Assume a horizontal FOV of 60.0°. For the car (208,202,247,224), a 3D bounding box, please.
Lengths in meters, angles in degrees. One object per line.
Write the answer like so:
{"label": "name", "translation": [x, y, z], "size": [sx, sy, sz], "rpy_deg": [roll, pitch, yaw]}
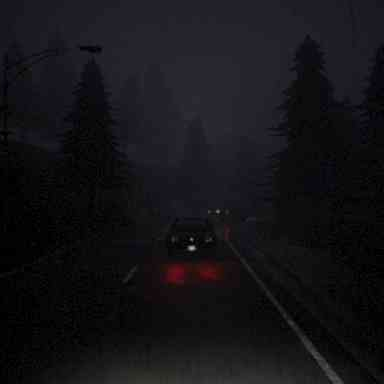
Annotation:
{"label": "car", "translation": [3.010, 1.612, 27.713], "size": [2.097, 1.767, 4.553], "rpy_deg": [0, -1, 29]}

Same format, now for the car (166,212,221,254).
{"label": "car", "translation": [0.010, 1.735, 14.105], "size": [1.895, 1.301, 4.718], "rpy_deg": [0, -1, 0]}
